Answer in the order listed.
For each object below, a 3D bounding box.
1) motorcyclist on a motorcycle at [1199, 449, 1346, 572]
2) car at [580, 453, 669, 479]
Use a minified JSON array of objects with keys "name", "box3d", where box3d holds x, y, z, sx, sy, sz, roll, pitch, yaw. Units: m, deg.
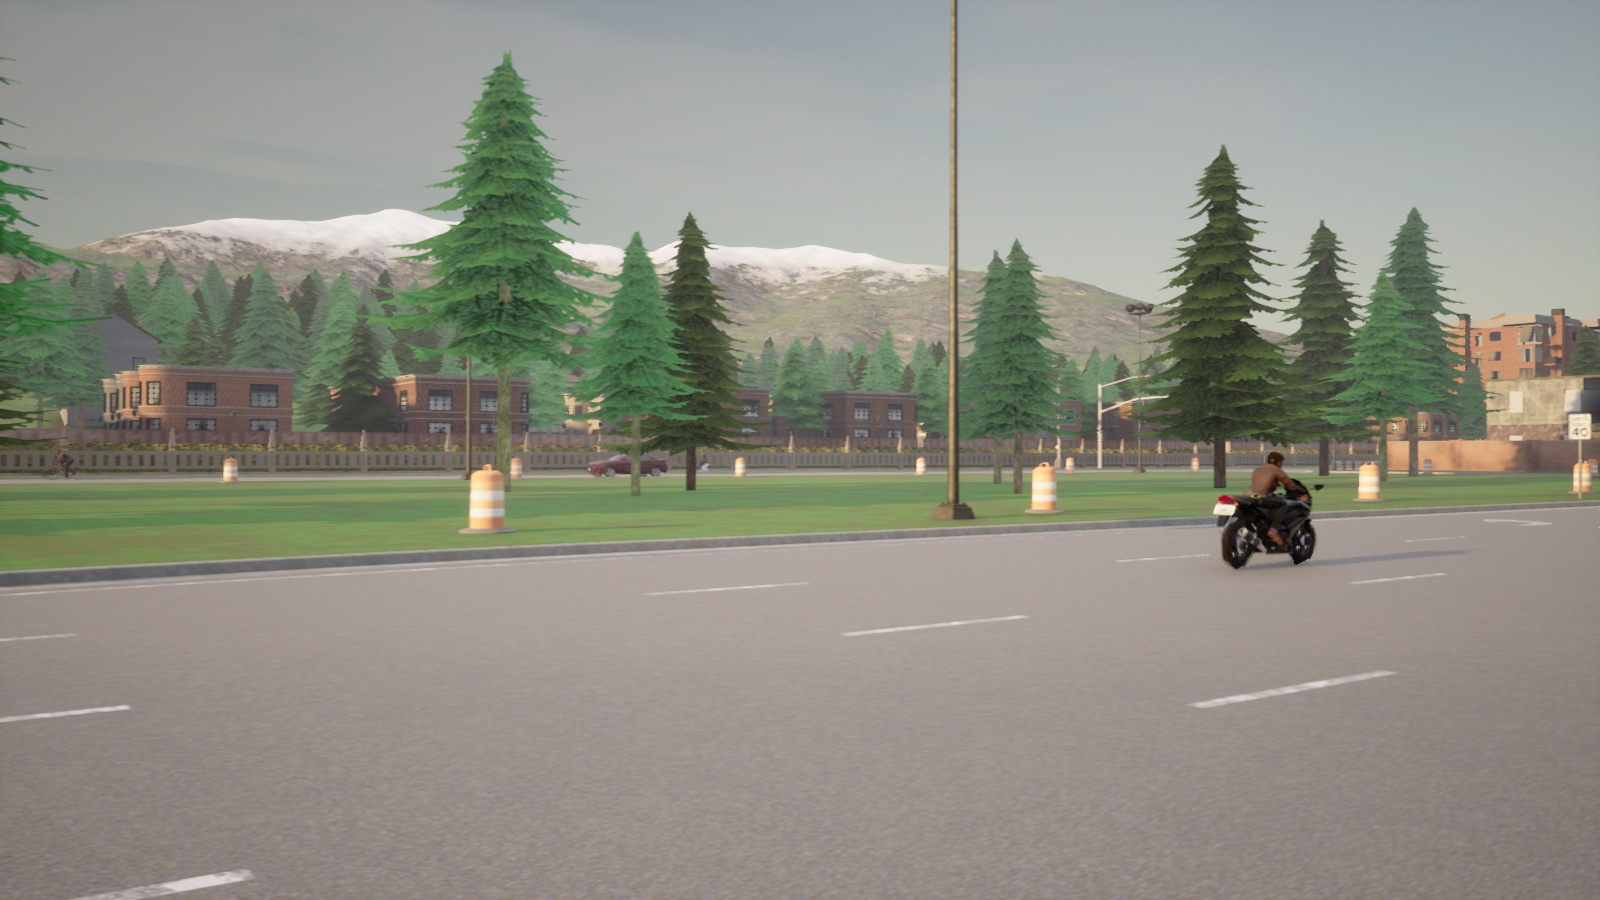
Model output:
[{"name":"motorcyclist on a motorcycle","box3d":[6.232,0.754,16.525,2.044,1.523,0.797,0,0,-35]},{"name":"car","box3d":[-10.561,0.930,75.595,5.008,1.535,1.882,0,0,-35]}]
